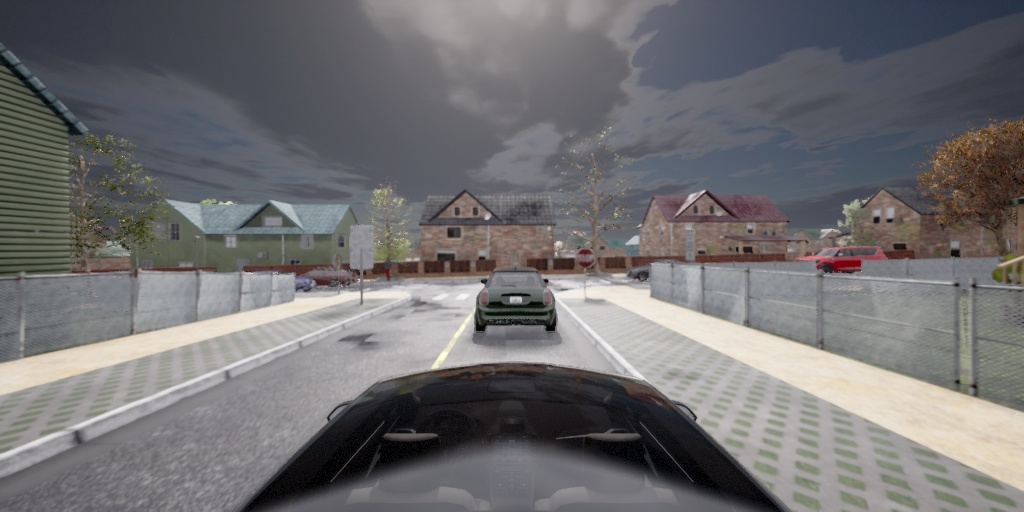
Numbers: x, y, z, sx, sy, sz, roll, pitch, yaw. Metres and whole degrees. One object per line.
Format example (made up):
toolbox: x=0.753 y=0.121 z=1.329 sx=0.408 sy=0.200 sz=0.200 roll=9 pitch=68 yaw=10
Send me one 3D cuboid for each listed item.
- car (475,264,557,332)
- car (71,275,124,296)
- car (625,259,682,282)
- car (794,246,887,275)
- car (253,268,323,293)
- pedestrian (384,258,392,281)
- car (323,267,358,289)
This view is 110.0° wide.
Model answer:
car: x=0.089 y=1.102 z=10.973 sx=2.097 sy=1.767 sz=4.553 roll=0 pitch=0 yaw=0
car: x=-25.008 y=1.843 z=22.064 sx=4.674 sy=1.442 sz=1.812 roll=-1 pitch=1 yaw=0
car: x=10.342 y=0.964 z=25.062 sx=4.674 sy=1.442 sz=1.812 roll=-1 pitch=1 yaw=0
car: x=22.791 y=0.368 z=25.073 sx=5.566 sy=2.045 sz=2.150 roll=-1 pitch=1 yaw=0
car: x=-14.624 y=1.597 z=22.077 sx=4.674 sy=1.442 sz=1.812 roll=-1 pitch=1 yaw=0
pedestrian: x=-9.651 y=1.008 z=27.938 sx=0.375 sy=1.860 sz=0.375 roll=0 pitch=2 yaw=0
car: x=-13.277 y=1.520 z=25.083 sx=4.674 sy=1.442 sz=1.812 roll=-1 pitch=1 yaw=0
